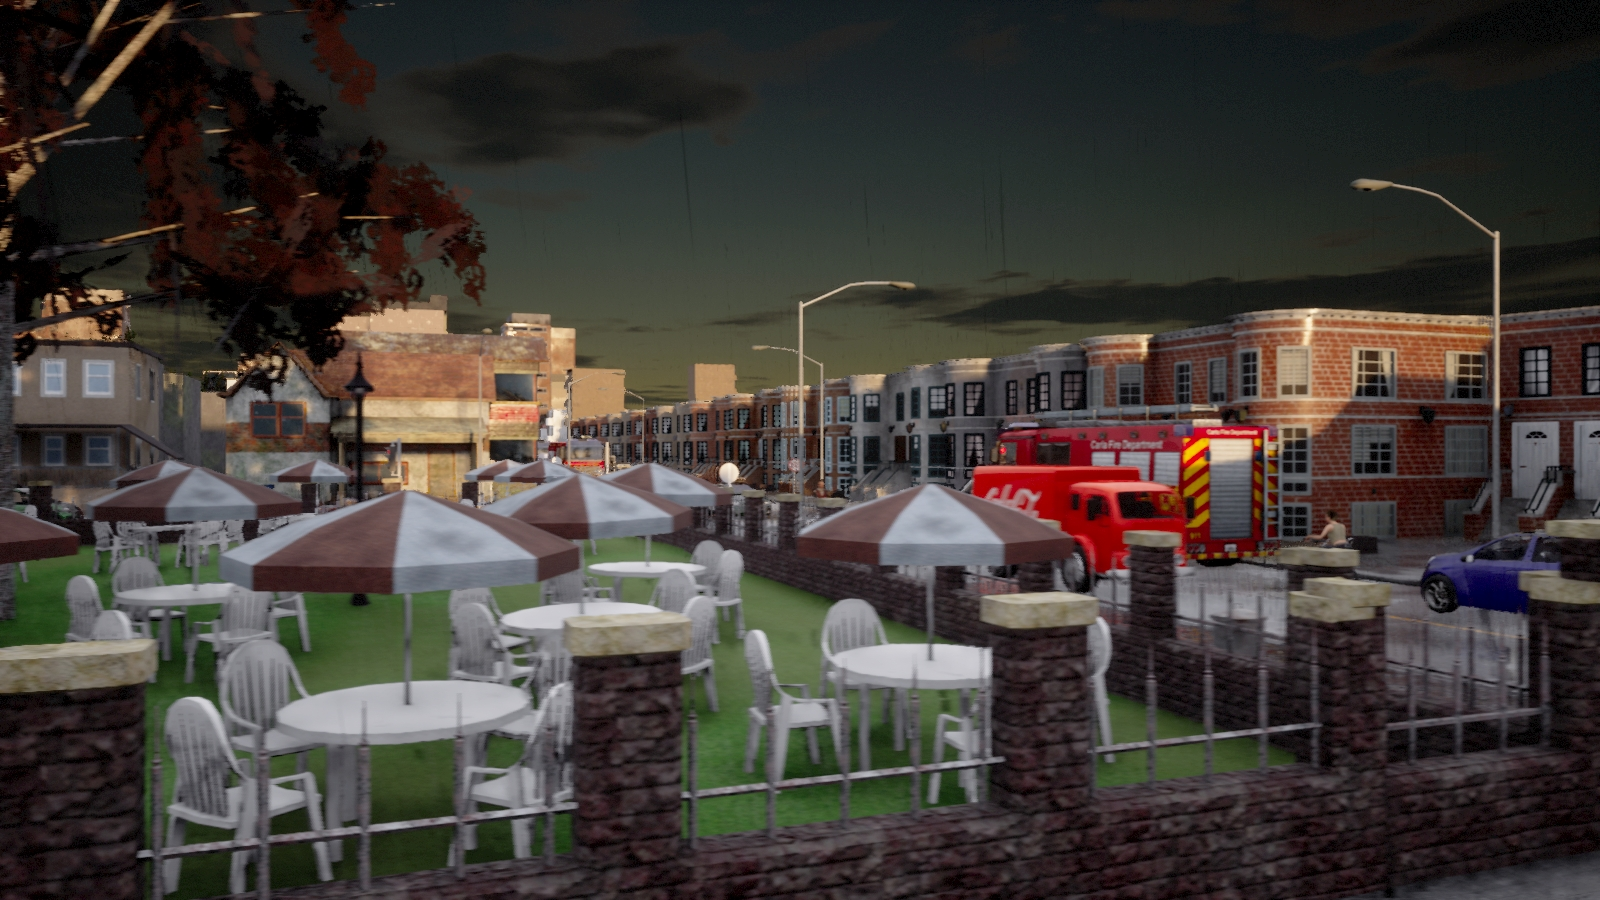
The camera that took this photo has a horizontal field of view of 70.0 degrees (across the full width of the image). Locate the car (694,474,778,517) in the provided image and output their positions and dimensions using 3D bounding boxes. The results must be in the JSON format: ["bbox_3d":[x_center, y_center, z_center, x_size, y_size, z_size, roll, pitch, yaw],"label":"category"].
[{"bbox_3d":[-2.683,1.812,46.791,2.038,1.542,4.974,0,0,-20],"label":"car"}]

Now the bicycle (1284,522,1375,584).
[{"bbox_3d":[10.518,2.029,22.743,0.859,1.080,1.487,0,0,-20],"label":"bicycle"}]

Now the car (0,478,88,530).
[{"bbox_3d":[-26.327,1.786,38.174,3.988,1.617,1.851,0,0,-20],"label":"car"}]

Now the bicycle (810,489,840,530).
[{"bbox_3d":[0.804,1.935,37.455,0.329,1.271,1.835,0,0,-20],"label":"bicycle"}]

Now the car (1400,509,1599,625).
[{"bbox_3d":[12.001,1.811,18.606,1.845,1.501,3.633,0,0,-20],"label":"car"}]

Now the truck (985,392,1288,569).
[{"bbox_3d":[8.165,0.664,29.283,2.891,3.827,8.468,0,0,-21],"label":"truck"}]

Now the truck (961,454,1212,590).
[{"bbox_3d":[5.807,1.341,24.018,2.627,2.467,5.204,0,0,-20],"label":"truck"}]
